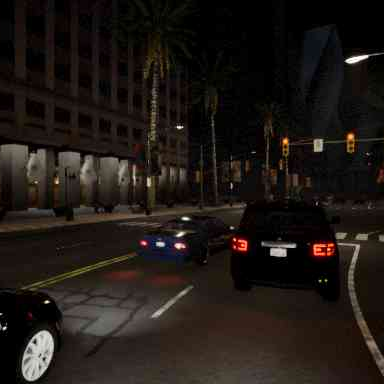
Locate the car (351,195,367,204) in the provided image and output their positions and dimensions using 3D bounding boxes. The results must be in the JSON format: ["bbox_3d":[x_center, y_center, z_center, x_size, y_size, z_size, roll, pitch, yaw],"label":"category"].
[{"bbox_3d":[30.991,1.600,61.454,1.895,1.301,4.718,0,0,29],"label":"car"}]

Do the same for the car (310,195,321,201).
[{"bbox_3d":[31.185,1.520,83.928,1.812,1.442,4.674,0,0,28],"label":"car"}]

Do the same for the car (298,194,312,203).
[{"bbox_3d":[24.084,1.355,70.940,2.097,1.767,4.553,0,0,29],"label":"car"}]

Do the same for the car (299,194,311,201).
[{"bbox_3d":[30.191,1.354,88.663,2.185,1.767,4.553,0,0,28],"label":"car"}]

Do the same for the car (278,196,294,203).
[{"bbox_3d":[19.633,1.513,69.440,2.161,1.482,4.786,0,0,28],"label":"car"}]

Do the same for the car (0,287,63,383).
[{"bbox_3d":[-2.896,1.505,2.552,1.837,1.490,4.892,0,0,9],"label":"car"}]

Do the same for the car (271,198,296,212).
[{"bbox_3d":[11.030,1.477,39.882,1.882,1.535,5.008,0,0,29],"label":"car"}]

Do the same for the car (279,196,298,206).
[{"bbox_3d":[16.920,1.491,57.947,2.128,1.511,4.902,0,0,29],"label":"car"}]

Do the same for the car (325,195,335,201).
[{"bbox_3d":[34.005,1.522,81.789,1.812,1.442,4.674,0,0,29],"label":"car"}]

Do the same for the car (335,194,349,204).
[{"bbox_3d":[28.490,1.352,64.210,2.097,1.767,4.553,0,0,29],"label":"car"}]

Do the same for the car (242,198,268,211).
[{"bbox_3d":[7.953,1.505,41.550,1.837,1.490,4.892,0,0,29],"label":"car"}]

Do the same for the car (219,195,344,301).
[{"bbox_3d":[2.613,1.221,8.701,2.150,2.045,5.566,0,0,22],"label":"car"}]

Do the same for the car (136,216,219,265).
[{"bbox_3d":[0.188,1.547,11.790,2.033,1.411,5.357,0,0,26],"label":"car"}]
